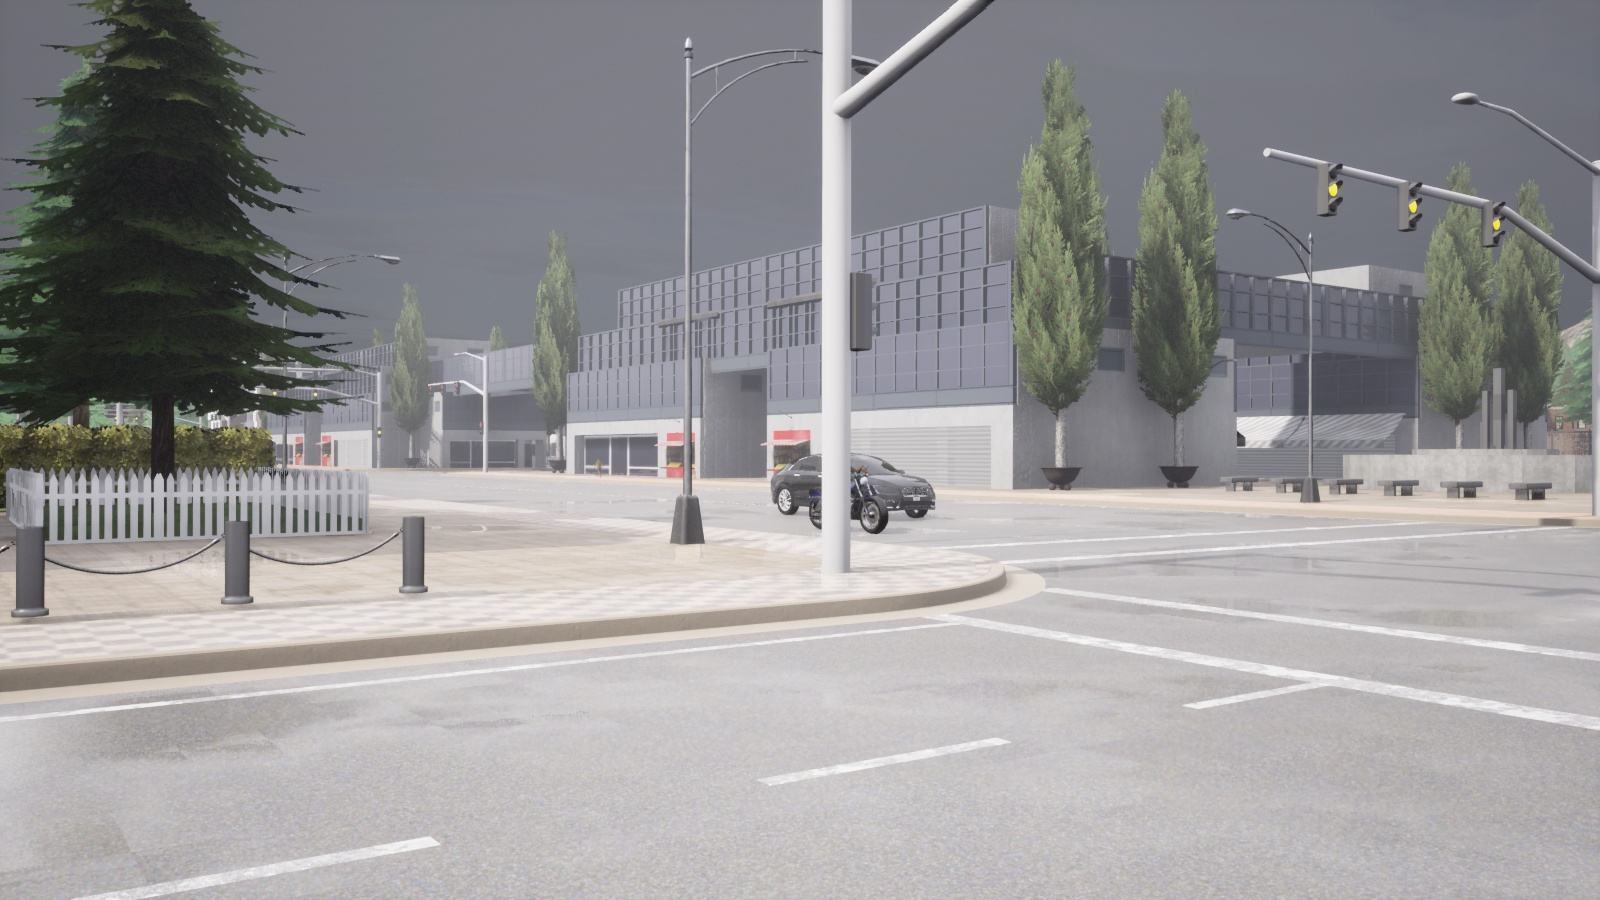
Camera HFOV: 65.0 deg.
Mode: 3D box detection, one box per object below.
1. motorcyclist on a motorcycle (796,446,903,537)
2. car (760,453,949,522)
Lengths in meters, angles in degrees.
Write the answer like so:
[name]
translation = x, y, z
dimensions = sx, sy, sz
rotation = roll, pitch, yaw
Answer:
[motorcyclist on a motorcycle]
translation = 0.901, 0.752, 23.853
dimensions = 0.766, 1.649, 2.350
rotation = 0, 0, -35
[car]
translation = 1.174, 0.820, 29.581
dimensions = 1.837, 1.490, 4.892
rotation = 0, 0, -35
